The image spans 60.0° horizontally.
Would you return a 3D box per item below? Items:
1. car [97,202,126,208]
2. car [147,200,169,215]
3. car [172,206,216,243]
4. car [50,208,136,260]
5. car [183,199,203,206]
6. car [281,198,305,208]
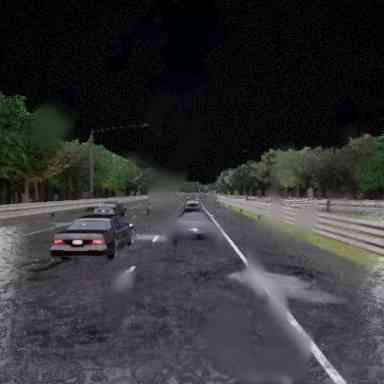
[{"bbox_3d":[-6.915,1.563,28.512,2.033,1.411,5.357,0,0,0],"label":"car"},{"bbox_3d":[-3.405,1.515,33.676,2.128,1.511,4.902,0,0,0],"label":"car"},{"bbox_3d":[0.097,1.568,16.124,1.994,1.385,4.181,0,0,0],"label":"car"},{"bbox_3d":[-3.413,1.549,12.447,2.033,1.411,5.357,0,0,0],"label":"car"},{"bbox_3d":[0.095,1.528,33.812,1.837,1.490,4.892,0,0,0],"label":"car"},{"bbox_3d":[16.026,1.648,53.187,1.882,1.535,5.008,0,0,-16],"label":"car"}]
